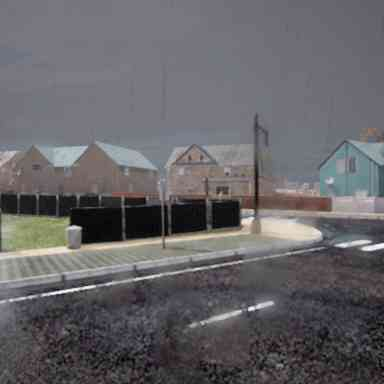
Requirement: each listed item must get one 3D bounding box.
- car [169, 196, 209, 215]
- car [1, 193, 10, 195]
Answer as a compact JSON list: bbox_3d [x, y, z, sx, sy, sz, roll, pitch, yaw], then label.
[{"bbox_3d":[-0.882,1.078,25.605,5.008,1.535,1.882,2,1,18],"label":"car"},{"bbox_3d":[-18.146,0.798,31.496,5.008,1.535,1.882,1,0,19],"label":"car"}]
